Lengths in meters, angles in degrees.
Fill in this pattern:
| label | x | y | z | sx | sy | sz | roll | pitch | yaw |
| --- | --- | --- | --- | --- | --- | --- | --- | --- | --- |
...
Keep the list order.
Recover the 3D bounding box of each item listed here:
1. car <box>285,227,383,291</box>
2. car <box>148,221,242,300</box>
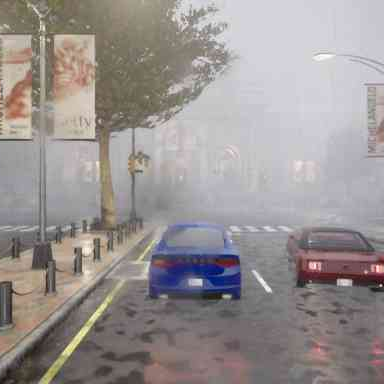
| label | x | y | z | sx | sy | sz | roll | pitch | yaw |
| --- | --- | --- | --- | --- | --- | --- | --- | --- | --- |
| car | 3.677 | 1.601 | 9.097 | 1.895 | 1.301 | 4.718 | 0 | 0 | 13 |
| car | 0.071 | 1.478 | 8.470 | 1.882 | 1.535 | 5.008 | 0 | 0 | 0 |
